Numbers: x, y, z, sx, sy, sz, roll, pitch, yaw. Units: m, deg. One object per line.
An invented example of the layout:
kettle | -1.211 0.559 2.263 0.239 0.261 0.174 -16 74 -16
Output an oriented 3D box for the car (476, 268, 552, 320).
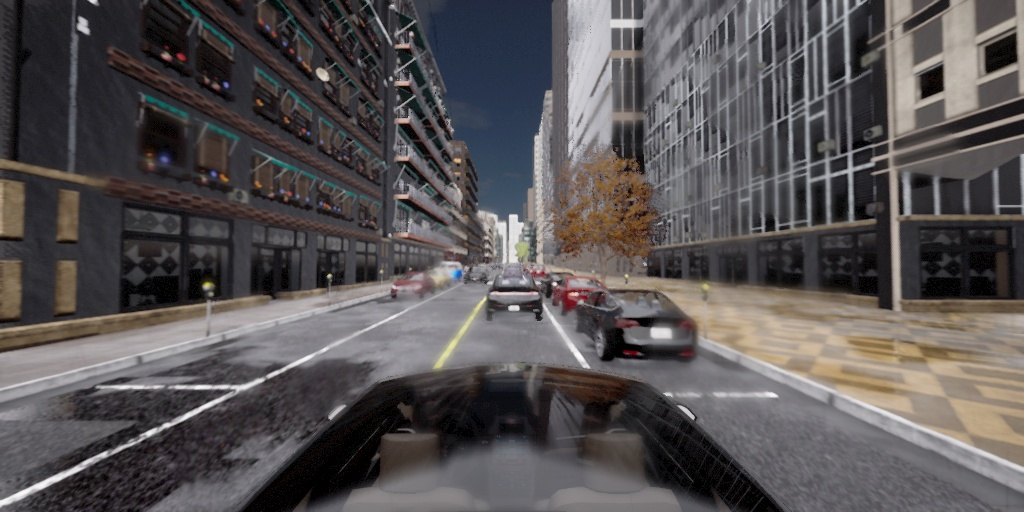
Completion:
car | 0.078 1.374 13.214 2.128 1.511 4.902 0 0 0

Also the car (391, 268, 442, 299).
car | -5.326 1.538 19.804 1.802 1.307 4.207 0 0 0

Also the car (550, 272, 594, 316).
car | 2.559 1.434 13.893 1.888 1.381 4.507 0 0 0

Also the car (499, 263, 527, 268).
car | 0.077 1.675 34.922 2.033 1.411 5.357 0 -1 0

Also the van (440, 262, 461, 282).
van | -5.333 1.425 31.097 1.690 1.789 3.998 0 0 0

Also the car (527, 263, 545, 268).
car | 2.544 1.585 36.502 1.967 1.591 4.097 0 0 0

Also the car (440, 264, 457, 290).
car | -5.330 1.546 25.281 1.751 1.417 4.829 0 0 0

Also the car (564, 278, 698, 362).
car | 2.562 1.390 8.241 1.948 1.339 4.313 0 0 0

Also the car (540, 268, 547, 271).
car | 2.555 1.519 19.546 1.948 1.339 4.313 0 0 0

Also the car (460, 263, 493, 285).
car | -2.869 1.577 30.024 1.837 1.490 4.892 0 -1 0
